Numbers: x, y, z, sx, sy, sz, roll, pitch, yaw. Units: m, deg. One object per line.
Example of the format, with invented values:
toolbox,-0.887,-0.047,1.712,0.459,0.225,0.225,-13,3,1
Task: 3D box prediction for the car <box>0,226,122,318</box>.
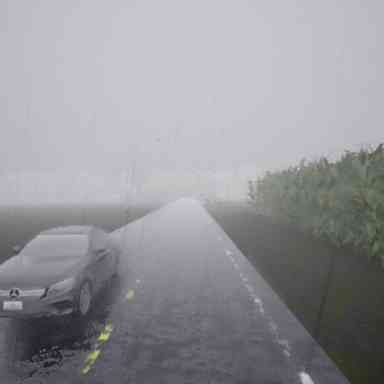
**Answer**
car,-2.837,1.556,7.616,1.812,1.442,4.674,0,0,0
